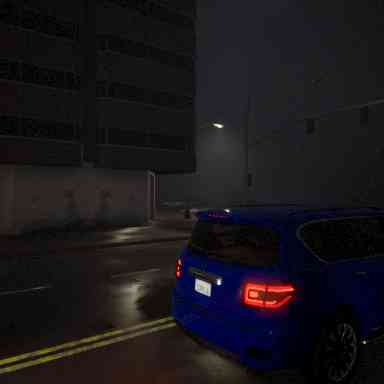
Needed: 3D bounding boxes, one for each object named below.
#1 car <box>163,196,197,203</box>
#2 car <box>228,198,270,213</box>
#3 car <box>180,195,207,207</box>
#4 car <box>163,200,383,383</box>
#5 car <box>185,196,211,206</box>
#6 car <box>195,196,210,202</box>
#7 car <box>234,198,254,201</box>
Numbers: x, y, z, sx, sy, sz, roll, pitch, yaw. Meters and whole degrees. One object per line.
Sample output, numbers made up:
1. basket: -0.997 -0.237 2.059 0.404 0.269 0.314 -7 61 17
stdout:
1. car: -1.888 1.601 43.676 1.895 1.301 4.718 0 0 -36
2. car: 6.449 1.505 38.186 1.837 1.490 4.892 0 0 -36
3. car: 0.165 1.352 53.030 2.097 1.767 4.553 0 0 -36
4. car: 2.328 1.221 5.469 5.566 2.045 2.150 0 0 -35
5. car: 1.007 1.478 57.819 1.882 1.535 5.008 0 0 -36
6. car: -0.136 1.478 47.223 1.882 1.535 5.008 0 0 -36
7. car: 5.519 1.547 33.615 2.033 1.411 5.357 0 0 -31
